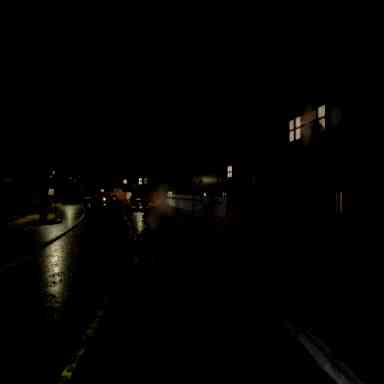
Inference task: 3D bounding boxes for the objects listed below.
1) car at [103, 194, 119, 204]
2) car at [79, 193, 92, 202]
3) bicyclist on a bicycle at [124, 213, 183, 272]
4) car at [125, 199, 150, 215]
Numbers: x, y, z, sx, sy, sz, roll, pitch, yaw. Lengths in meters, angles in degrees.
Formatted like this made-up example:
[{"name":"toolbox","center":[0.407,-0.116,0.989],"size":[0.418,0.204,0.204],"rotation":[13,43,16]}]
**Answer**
[{"name":"car","center":[-12.126,1.018,49.536],"size":[2.128,1.511,4.902],"rotation":[0,1,-22]},{"name":"car","center":[-18.482,0.853,57.414],"size":[2.128,1.511,4.902],"rotation":[0,1,-22]},{"name":"bicyclist on a bicycle","center":[-1.071,1.415,9.255],"size":[1.656,1.620,0.582],"rotation":[-1,0,-6]},{"name":"car","center":[-5.241,1.343,31.463],"size":[2.033,1.411,5.357],"rotation":[0,1,-17]}]
